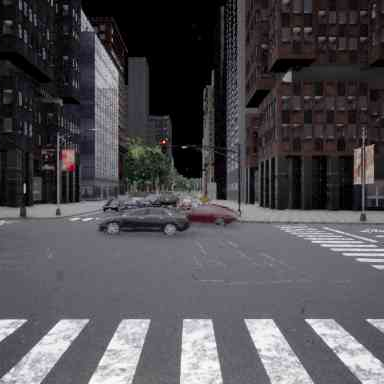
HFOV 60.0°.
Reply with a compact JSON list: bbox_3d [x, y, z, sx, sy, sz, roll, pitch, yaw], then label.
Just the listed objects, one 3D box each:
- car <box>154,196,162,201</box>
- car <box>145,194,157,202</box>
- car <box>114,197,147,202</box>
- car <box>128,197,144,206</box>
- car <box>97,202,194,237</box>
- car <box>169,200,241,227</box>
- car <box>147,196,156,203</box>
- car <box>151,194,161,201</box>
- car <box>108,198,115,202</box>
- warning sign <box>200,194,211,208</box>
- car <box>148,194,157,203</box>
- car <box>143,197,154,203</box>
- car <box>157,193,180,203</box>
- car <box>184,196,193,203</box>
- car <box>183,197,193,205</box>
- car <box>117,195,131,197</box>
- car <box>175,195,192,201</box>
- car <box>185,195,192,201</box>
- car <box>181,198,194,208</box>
[{"bbox_3d":[-9.432,1.696,93.230,1.887,1.381,4.507,0,0,0],"label":"car"},{"bbox_3d":[-9.337,1.417,76.953,2.192,1.841,5.009,0,0,0],"label":"car"},{"bbox_3d":[-6.434,1.548,35.450,2.033,1.411,5.357,0,0,-1],"label":"car"},{"bbox_3d":[-9.206,1.570,55.079,1.752,1.417,4.829,0,0,0],"label":"car"},{"bbox_3d":[-2.493,1.494,17.625,4.892,1.490,1.837,1,0,0],"label":"car"},{"bbox_3d":[1.029,1.555,22.973,4.674,1.442,1.812,1,1,24],"label":"car"},{"bbox_3d":[-6.490,1.587,45.404,1.994,1.385,4.181,0,0,-1],"label":"car"},{"bbox_3d":[-9.401,1.449,87.805,2.192,1.841,5.009,0,0,0],"label":"car"},{"bbox_3d":[-9.111,1.574,38.971,1.947,1.339,4.313,0,0,0],"label":"car"},{"bbox_3d":[1.703,1.132,42.703,1.300,1.860,1.060,0,0,0],"label":"warning sign"},{"bbox_3d":[-6.530,1.551,55.597,1.837,1.490,4.892,0,0,0],"label":"car"},{"bbox_3d":[-9.304,1.669,71.527,1.802,1.307,4.206,0,0,0],"label":"car"},{"bbox_3d":[-3.297,1.247,47.235,2.150,2.045,5.566,0,0,0],"label":"car"},{"bbox_3d":[-0.780,1.613,71.738,1.752,1.417,4.829,0,0,0],"label":"car"},{"bbox_3d":[-0.715,1.603,60.718,1.887,1.381,4.507,0,0,0],"label":"car"},{"bbox_3d":[-9.144,1.335,44.397,2.192,1.841,5.009,0,0,0],"label":"car"},{"bbox_3d":[-0.586,1.448,39.019,1.967,1.590,4.097,0,0,0],"label":"car"},{"bbox_3d":[-0.876,1.574,87.843,1.967,1.590,4.097,0,0,0],"label":"car"},{"bbox_3d":[-0.650,1.615,49.868,1.802,1.307,4.206,0,0,0],"label":"car"}]
